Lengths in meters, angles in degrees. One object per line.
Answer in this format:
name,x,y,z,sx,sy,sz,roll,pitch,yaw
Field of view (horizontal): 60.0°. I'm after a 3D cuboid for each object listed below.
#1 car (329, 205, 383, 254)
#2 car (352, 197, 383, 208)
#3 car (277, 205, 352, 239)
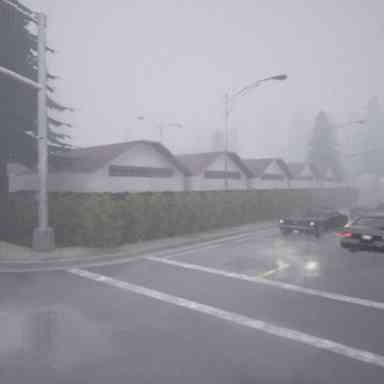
car,7.238,1.446,12.370,2.033,1.411,5.357,1,2,43
car,13.195,1.115,24.659,1.882,1.535,5.008,1,1,41
car,6.061,1.411,16.478,1.895,1.301,4.718,1,2,41
